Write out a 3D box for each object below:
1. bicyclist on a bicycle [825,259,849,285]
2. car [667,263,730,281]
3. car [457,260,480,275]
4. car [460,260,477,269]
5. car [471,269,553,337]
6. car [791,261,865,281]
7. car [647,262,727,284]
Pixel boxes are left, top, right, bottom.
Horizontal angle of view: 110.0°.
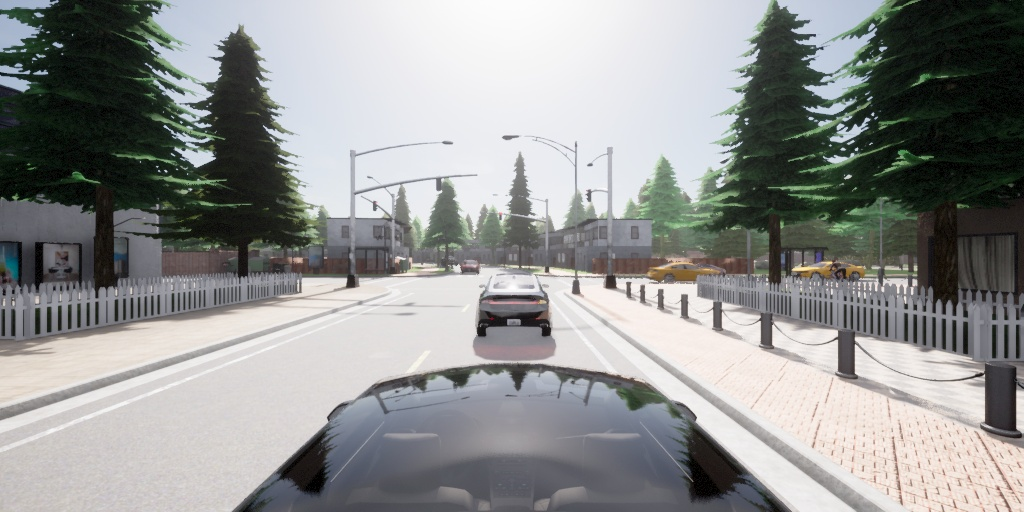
[{"bbox_3d":[19.886,1.035,21.978,0.582,1.620,1.656,0,0,2],"label":"bicyclist on a bicycle"},{"bbox_3d":[15.295,1.299,29.595,4.181,1.385,1.994,0,0,2],"label":"car"},{"bbox_3d":[-4.466,1.193,38.847,1.882,1.535,5.008,0,0,-3],"label":"car"},{"bbox_3d":[-6.679,1.279,54.975,1.994,1.385,4.181,0,0,-15],"label":"car"},{"bbox_3d":[0.056,1.242,10.291,2.128,1.511,4.902,0,0,0],"label":"car"},{"bbox_3d":[25.722,1.212,29.294,5.008,1.535,1.882,0,0,2],"label":"car"},{"bbox_3d":[12.444,1.212,25.940,5.008,1.535,1.882,0,0,2],"label":"car"}]
